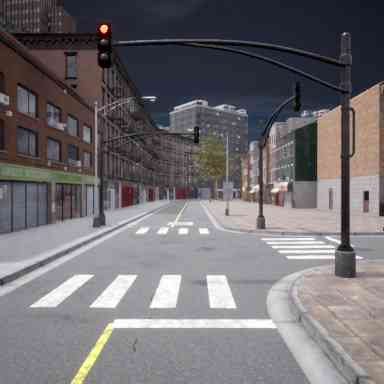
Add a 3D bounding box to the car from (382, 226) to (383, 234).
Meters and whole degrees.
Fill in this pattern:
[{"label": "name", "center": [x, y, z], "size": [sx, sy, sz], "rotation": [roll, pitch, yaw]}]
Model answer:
[{"label": "car", "center": [11.128, 1.455, 14.922], "size": [4.674, 1.442, 1.812], "rotation": [-1, 0, 0]}]
